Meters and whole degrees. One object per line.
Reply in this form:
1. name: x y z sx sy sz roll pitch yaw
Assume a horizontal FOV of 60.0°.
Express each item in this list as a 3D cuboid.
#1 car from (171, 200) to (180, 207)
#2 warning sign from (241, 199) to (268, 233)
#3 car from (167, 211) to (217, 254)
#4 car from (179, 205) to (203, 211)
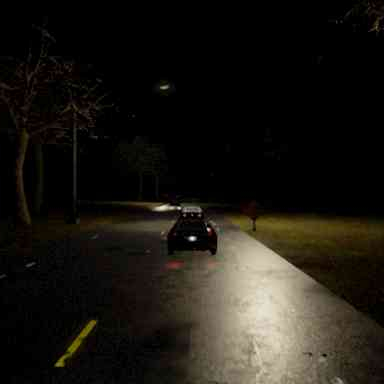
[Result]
1. car: -3.500 2.418 71.004 1.882 1.535 5.008 0 -1 0
2. warning sign: 3.534 1.325 18.897 1.300 1.860 1.060 -1 -2 0
3. car: 0.008 1.718 14.294 1.994 1.385 4.181 0 -1 0
4. car: 0.002 1.945 29.113 1.895 1.301 4.718 0 -1 0
